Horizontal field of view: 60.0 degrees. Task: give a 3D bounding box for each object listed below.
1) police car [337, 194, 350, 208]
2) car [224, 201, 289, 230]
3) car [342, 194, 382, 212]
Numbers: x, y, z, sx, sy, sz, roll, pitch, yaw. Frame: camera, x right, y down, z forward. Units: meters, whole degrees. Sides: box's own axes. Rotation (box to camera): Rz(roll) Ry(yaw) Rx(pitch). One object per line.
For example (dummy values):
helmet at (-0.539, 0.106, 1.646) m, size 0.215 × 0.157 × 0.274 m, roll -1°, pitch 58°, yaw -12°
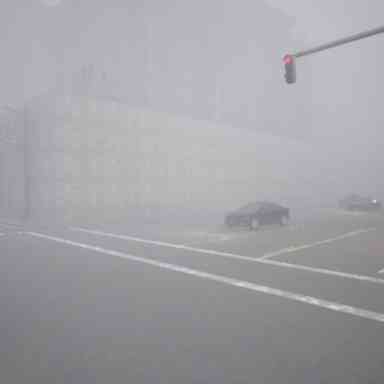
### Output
police car at (19.004, 1.038, 39.571) m, size 5.238 × 1.638 × 1.930 m, roll -1°, pitch 0°, yaw -44°
car at (4.002, 1.330, 20.233) m, size 5.008 × 1.535 × 1.882 m, roll -1°, pitch 0°, yaw -44°
car at (17.254, 1.210, 33.119) m, size 5.357 × 1.411 × 2.033 m, roll -1°, pitch 0°, yaw -44°
